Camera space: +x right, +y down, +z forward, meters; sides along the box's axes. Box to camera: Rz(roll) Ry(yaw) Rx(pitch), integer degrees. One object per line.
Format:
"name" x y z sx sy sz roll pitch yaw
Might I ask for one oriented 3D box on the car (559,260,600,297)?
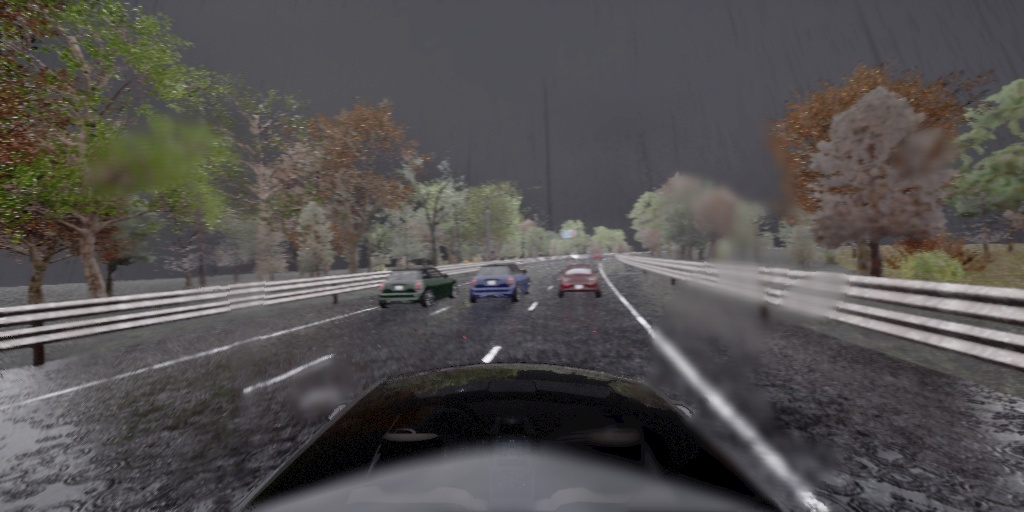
"car" 3.270 1.112 17.423 1.812 1.442 4.674 -3 0 11

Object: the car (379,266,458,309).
"car" -4.085 1.269 16.361 2.097 1.767 4.553 -3 0 11

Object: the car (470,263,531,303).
"car" -0.424 1.104 16.858 2.097 1.767 4.553 -3 0 11
